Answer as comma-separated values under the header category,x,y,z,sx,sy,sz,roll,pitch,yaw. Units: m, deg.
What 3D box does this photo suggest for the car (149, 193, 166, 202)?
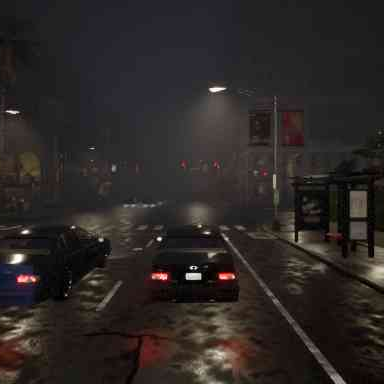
category,x,y,z,sx,sy,sz,roll,pitch,yaw
car,-7.533,1.355,72.354,2.097,1.767,4.553,0,0,0

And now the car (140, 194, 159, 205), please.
category,x,y,z,sx,sy,sz,roll,pitch,yaw
car,-7.511,1.565,58.903,1.994,1.385,4.181,0,0,0

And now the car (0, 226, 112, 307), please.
category,x,y,z,sx,sy,sz,roll,pitch,yaw
car,-3.476,1.547,8.236,2.033,1.411,5.357,0,0,0

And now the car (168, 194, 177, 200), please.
category,x,y,z,sx,sy,sz,roll,pitch,yaw
car,-5.801,1.496,95.385,1.837,1.490,4.892,0,0,15

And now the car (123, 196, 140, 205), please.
category,x,y,z,sx,sy,sz,roll,pitch,yaw
car,-11.005,1.564,59.643,1.994,1.385,4.181,0,0,0

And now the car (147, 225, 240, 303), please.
category,x,y,z,sx,sy,sz,roll,pitch,yaw
car,0.024,1.547,8.421,2.033,1.411,5.357,0,0,0
